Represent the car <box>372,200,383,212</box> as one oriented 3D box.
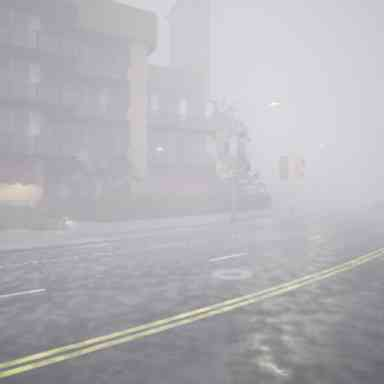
[{"bbox_3d":[23.999,1.712,41.312,1.812,1.442,4.674,0,0,9],"label":"car"}]
